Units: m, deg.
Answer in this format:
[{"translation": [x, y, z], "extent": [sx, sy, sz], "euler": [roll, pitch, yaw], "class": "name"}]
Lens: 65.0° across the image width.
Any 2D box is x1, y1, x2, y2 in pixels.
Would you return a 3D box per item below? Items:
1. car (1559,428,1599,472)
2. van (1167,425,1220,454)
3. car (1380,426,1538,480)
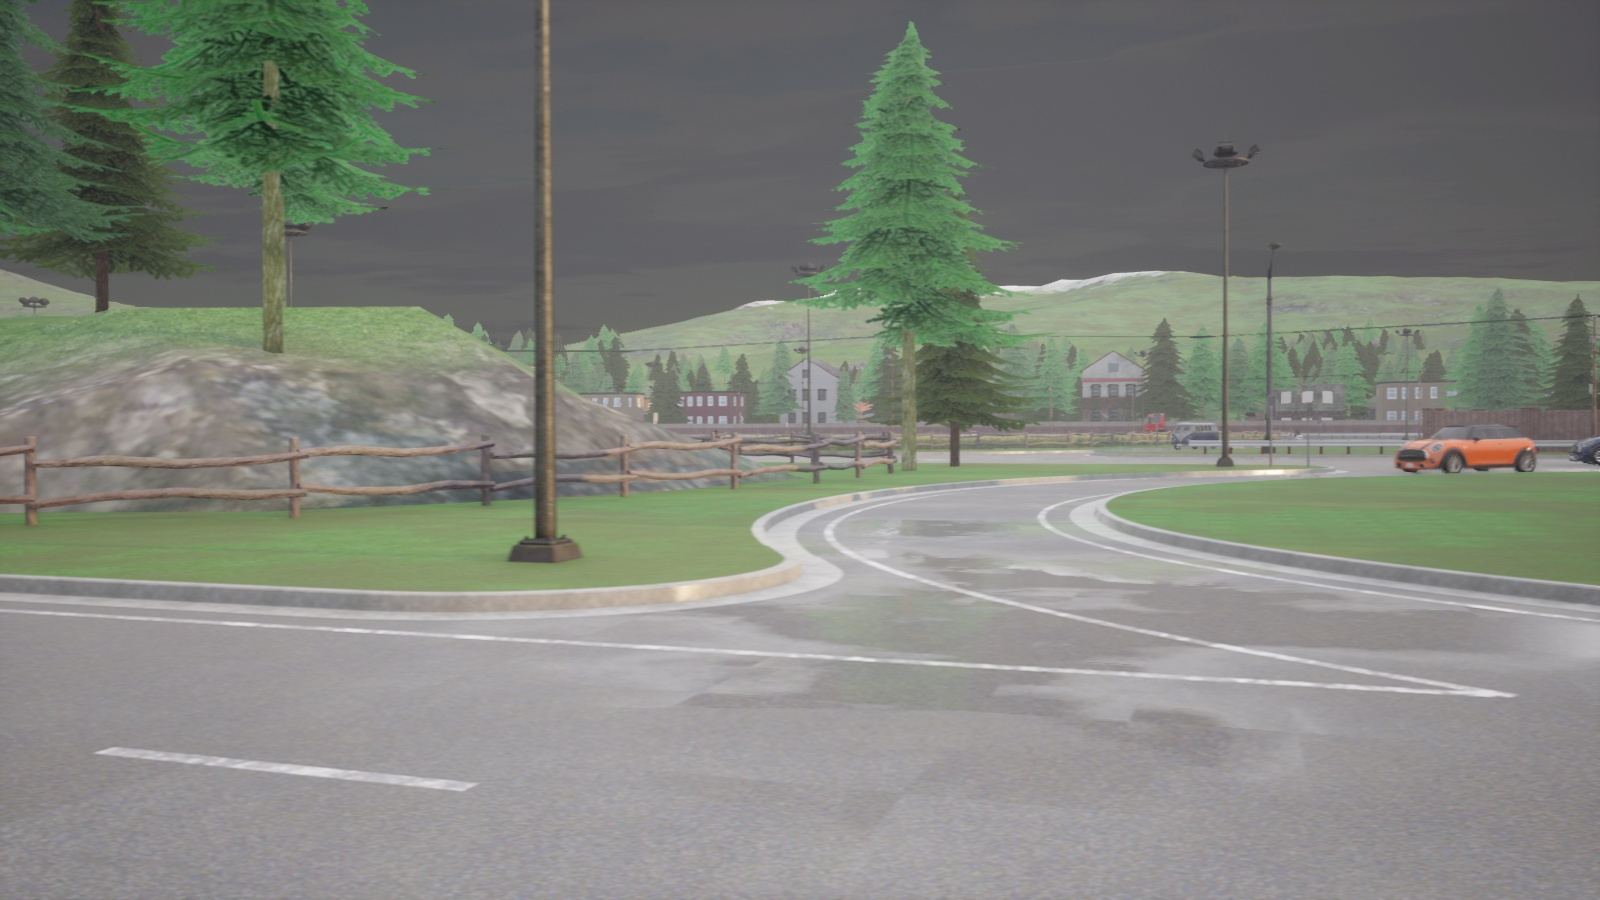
[{"translation": [33.514, 0.000, 50.657], "extent": [4.553, 1.767, 2.097], "euler": [1, 1, 18], "class": "car"}, {"translation": [27.904, -0.742, 89.079], "extent": [1.775, 1.987, 4.442], "euler": [1, 1, 44], "class": "van"}, {"translation": [22.386, 0.085, 42.694], "extent": [4.553, 1.767, 2.097], "euler": [0, 1, -16], "class": "car"}]
